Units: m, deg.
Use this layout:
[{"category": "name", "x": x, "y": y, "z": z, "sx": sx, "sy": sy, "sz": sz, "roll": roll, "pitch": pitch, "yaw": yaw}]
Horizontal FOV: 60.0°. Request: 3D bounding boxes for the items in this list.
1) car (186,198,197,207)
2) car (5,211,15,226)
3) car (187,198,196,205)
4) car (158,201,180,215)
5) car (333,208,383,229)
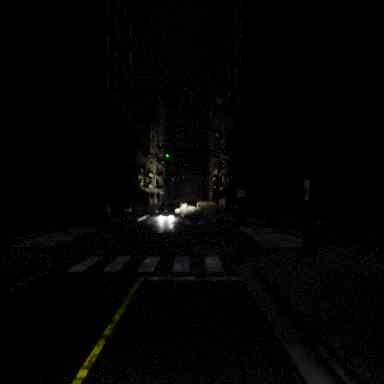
[{"category": "car", "x": -0.091, "y": 2.153, "z": 64.423, "sx": 1.837, "sy": 1.490, "sz": 4.892, "roll": 0, "pitch": -1, "yaw": 0}, {"category": "car", "x": -14.836, "y": 1.807, "z": 23.392, "sx": 4.403, "sy": 1.369, "sz": 2.008, "roll": 0, "pitch": -1, "yaw": 0}, {"category": "car", "x": -0.106, "y": 2.124, "z": 74.844, "sx": 1.837, "sy": 1.490, "sz": 4.892, "roll": 0, "pitch": -1, "yaw": 0}, {"category": "car", "x": -2.894, "y": 1.889, "z": 39.390, "sx": 2.128, "sy": 1.511, "sz": 4.902, "roll": 0, "pitch": -1, "yaw": 0}, {"category": "car", "x": 12.245, "y": 1.816, "z": 23.392, "sx": 4.403, "sy": 1.369, "sz": 2.008, "roll": 0, "pitch": -1, "yaw": 0}]
